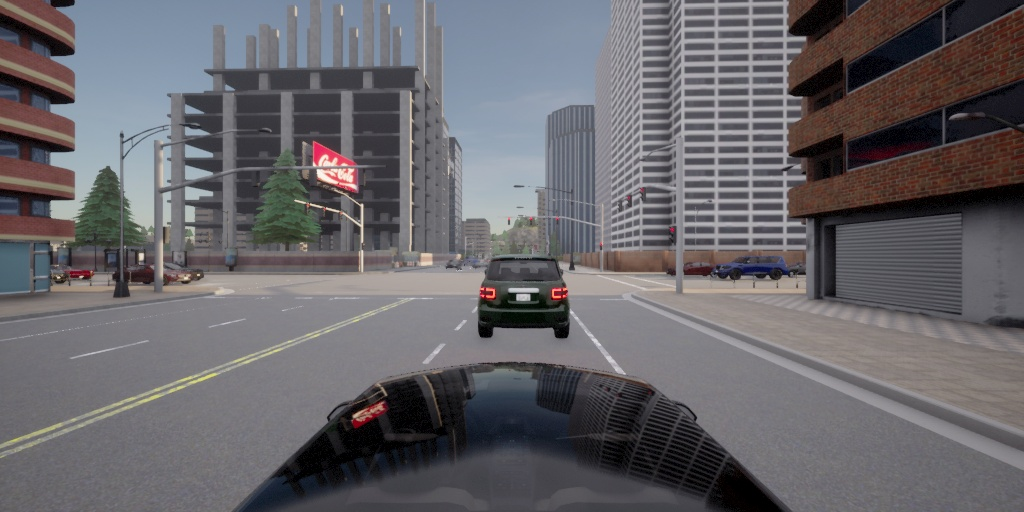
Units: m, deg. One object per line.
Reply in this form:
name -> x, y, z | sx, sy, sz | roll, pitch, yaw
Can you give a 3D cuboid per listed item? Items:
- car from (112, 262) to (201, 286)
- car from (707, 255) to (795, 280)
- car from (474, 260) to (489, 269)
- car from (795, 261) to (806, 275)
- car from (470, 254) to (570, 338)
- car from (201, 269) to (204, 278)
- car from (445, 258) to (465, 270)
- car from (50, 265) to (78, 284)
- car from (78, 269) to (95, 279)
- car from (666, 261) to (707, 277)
car -> -24.764, 1.276, 24.746 | 4.674, 1.442, 1.812 | 0, 0, 2
car -> 20.222, 0.971, 30.490 | 5.566, 2.045, 2.150 | 0, 0, 2
car -> -4.949, 1.351, 59.560 | 1.895, 1.301, 4.718 | 0, 0, 2
car -> 27.236, 1.241, 33.751 | 4.902, 1.511, 2.128 | 0, 0, 2
car -> 0.338, 0.971, 10.294 | 2.150, 2.045, 5.566 | 0, 0, 2
car -> -27.207, 1.228, 28.327 | 5.008, 1.535, 1.882 | 0, 0, 2
car -> -8.687, 1.254, 53.655 | 1.837, 1.490, 4.892 | 0, 0, 2
car -> -34.010, 1.255, 25.046 | 4.892, 1.490, 1.837 | 0, 0, 2
car -> -36.499, 1.351, 28.630 | 4.718, 1.301, 1.895 | 0, 0, 2
car -> 17.306, 1.228, 34.083 | 5.008, 1.535, 1.882 | 0, 0, 2
